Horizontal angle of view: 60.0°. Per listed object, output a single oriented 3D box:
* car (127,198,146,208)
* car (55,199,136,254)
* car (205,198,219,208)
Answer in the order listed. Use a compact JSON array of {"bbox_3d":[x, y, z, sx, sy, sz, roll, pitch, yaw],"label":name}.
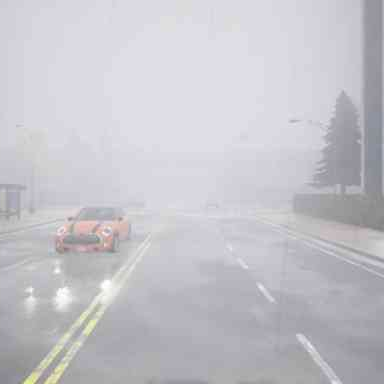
[{"bbox_3d":[-8.392,1.511,45.693,4.181,1.385,1.994,0,0,29],"label":"car"},{"bbox_3d":[-3.796,1.351,13.509,2.097,1.767,4.553,0,0,-1],"label":"car"},{"bbox_3d":[2.803,1.513,47.208,2.033,1.411,5.357,0,0,-1],"label":"car"}]
